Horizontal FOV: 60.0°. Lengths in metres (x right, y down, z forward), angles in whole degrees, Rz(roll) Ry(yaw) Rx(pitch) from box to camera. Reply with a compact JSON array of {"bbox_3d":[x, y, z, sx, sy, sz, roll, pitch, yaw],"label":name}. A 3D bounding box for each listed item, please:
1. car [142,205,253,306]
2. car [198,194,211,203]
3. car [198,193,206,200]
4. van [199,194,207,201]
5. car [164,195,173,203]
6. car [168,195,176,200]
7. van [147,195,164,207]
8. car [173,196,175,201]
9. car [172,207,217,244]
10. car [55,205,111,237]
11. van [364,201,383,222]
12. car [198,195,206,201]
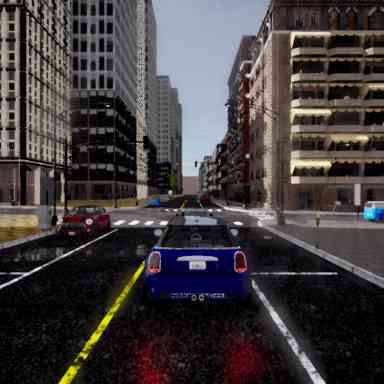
[{"bbox_3d":[0.102,1.351,8.167,2.097,1.767,4.553,0,0,0],"label":"car"},{"bbox_3d":[2.713,1.330,66.875,2.192,1.841,5.009,0,0,0],"label":"car"},{"bbox_3d":[2.723,1.351,94.629,2.192,1.841,5.009,0,0,0],"label":"car"},{"bbox_3d":[2.719,1.367,83.527,1.690,1.788,3.998,0,0,0],"label":"van"},{"bbox_3d":[-5.665,1.544,72.257,1.752,1.417,4.829,0,0,0],"label":"car"},{"bbox_3d":[-5.657,1.561,94.461,1.752,1.417,4.829,0,0,0],"label":"car"},{"bbox_3d":[-5.673,1.347,50.224,1.690,1.788,3.998,0,0,0],"label":"van"},{"bbox_3d":[-5.659,1.471,89.080,1.967,1.590,4.097,0,0,0],"label":"car"},{"bbox_3d":[0.106,1.563,16.625,1.994,1.385,4.181,0,0,0],"label":"car"},{"bbox_3d":[-5.685,1.439,17.749,1.967,1.590,4.097,0,0,0],"label":"car"},{"bbox_3d":[16.940,1.703,28.474,3.998,1.788,1.690,1,-1,0],"label":"van"},{"bbox_3d":[2.722,1.582,89.078,2.008,1.369,4.403,0,0,0],"label":"car"}]
